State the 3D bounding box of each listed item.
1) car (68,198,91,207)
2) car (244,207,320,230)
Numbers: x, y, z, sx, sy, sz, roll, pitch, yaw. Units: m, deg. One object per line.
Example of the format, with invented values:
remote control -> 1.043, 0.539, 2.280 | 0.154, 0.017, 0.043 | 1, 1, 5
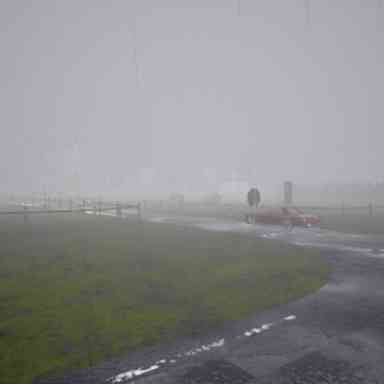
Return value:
car -> -16.652, 1.562, 48.965 | 1.895, 1.301, 4.718 | 1, -1, -40
car -> 5.534, 1.613, 21.227 | 1.895, 1.301, 4.718 | 1, -1, -37
